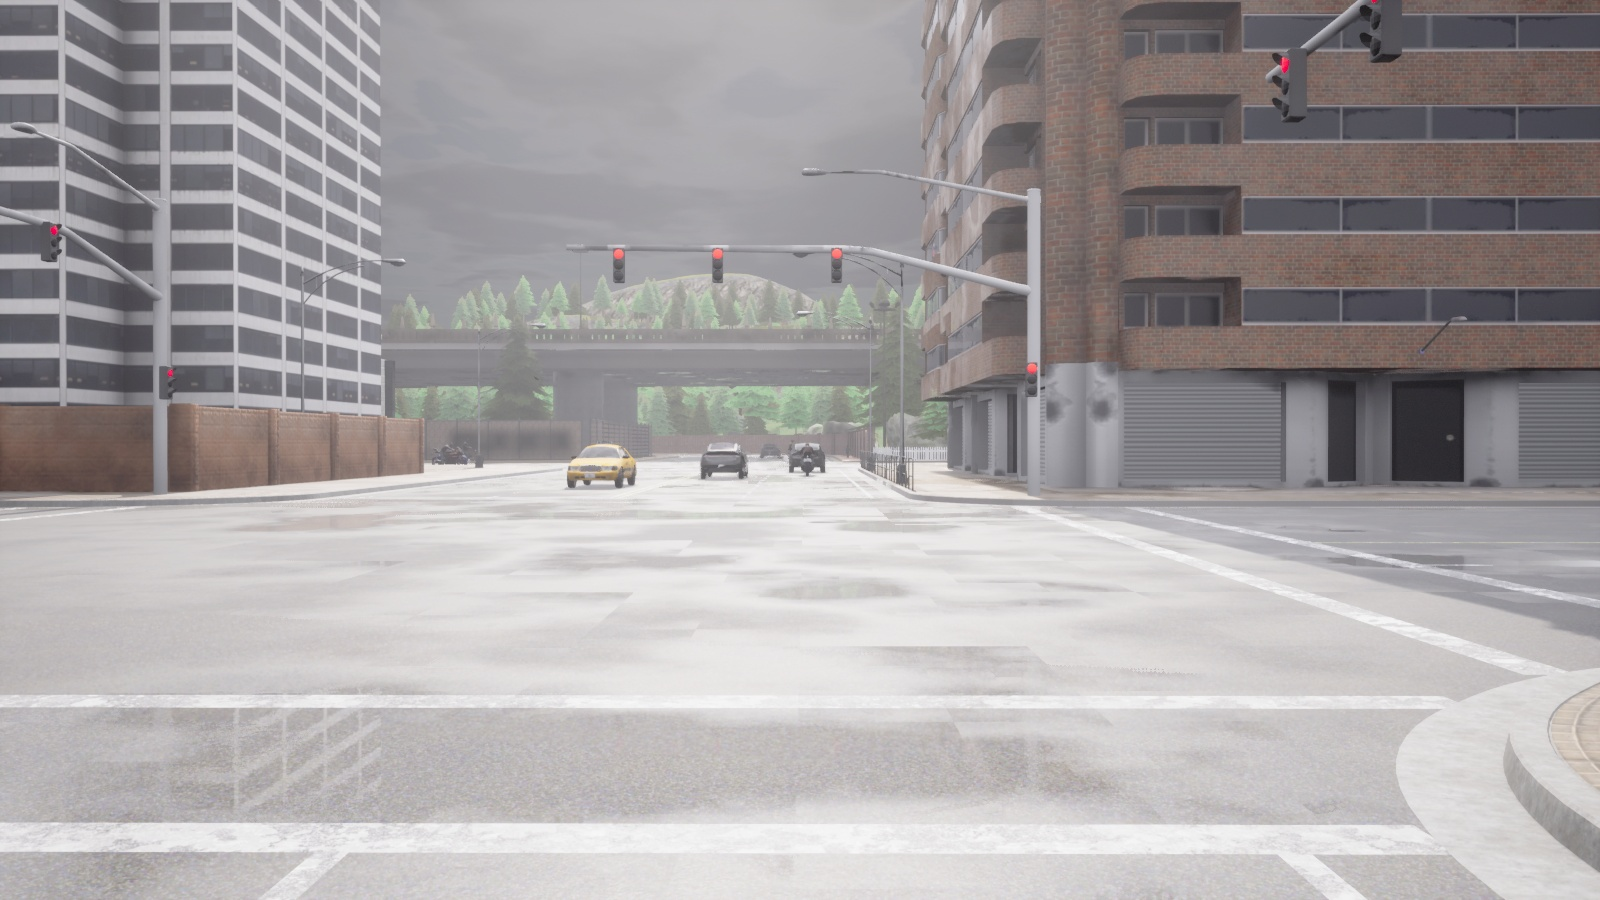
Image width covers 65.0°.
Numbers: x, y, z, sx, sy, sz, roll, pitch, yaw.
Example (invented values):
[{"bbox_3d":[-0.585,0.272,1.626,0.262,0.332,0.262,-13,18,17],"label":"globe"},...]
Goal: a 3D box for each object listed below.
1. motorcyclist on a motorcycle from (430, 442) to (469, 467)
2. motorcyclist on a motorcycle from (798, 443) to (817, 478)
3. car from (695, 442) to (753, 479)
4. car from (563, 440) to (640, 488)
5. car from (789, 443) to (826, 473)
[{"bbox_3d":[-21.552,0.273,77.215,2.191,1.530,0.866,0,0,0],"label":"motorcyclist on a motorcycle"},{"bbox_3d":[0.336,0.460,57.041,0.866,1.530,2.191,0,0,0],"label":"motorcyclist on a motorcycle"},{"bbox_3d":[-3.194,0.397,53.670,2.128,1.511,4.902,0,0,0],"label":"car"},{"bbox_3d":[-6.751,0.436,43.262,1.801,1.575,5.366,0,0,0],"label":"car"},{"bbox_3d":[0.366,0.387,64.584,1.837,1.490,4.892,0,0,0],"label":"car"}]
